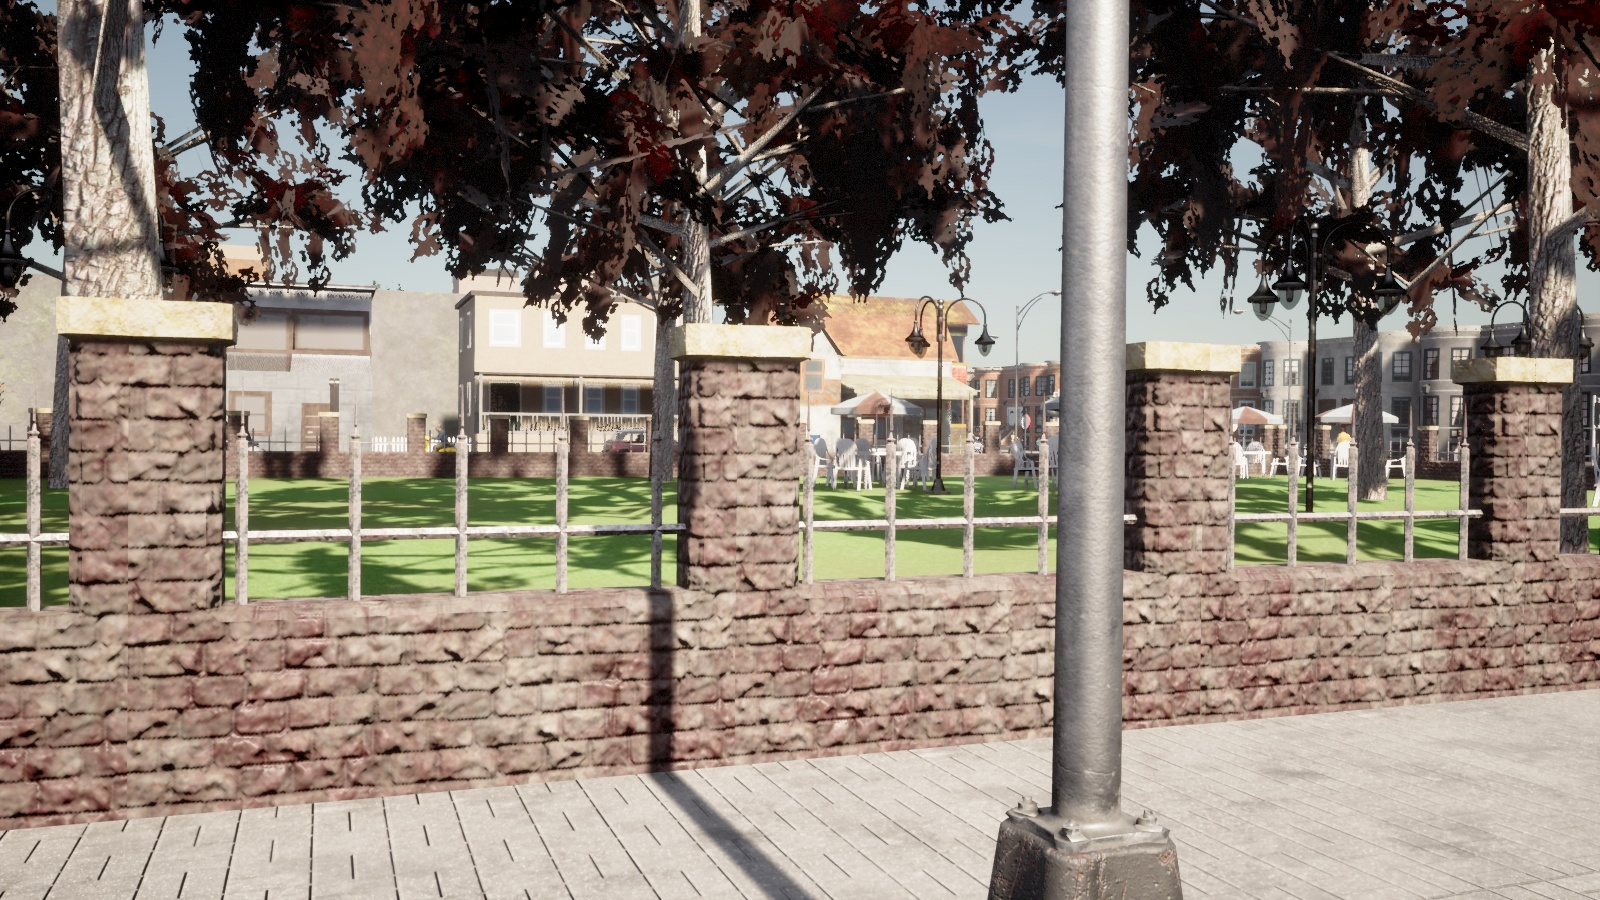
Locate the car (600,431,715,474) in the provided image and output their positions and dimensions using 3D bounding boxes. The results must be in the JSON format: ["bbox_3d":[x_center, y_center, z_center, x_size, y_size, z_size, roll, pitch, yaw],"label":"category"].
[{"bbox_3d":[-5.224,0.073,45.923,3.806,1.475,1.970,-1,1,-21],"label":"car"}]
